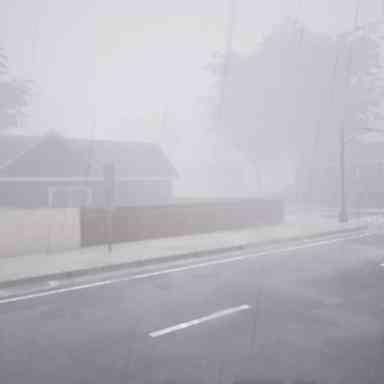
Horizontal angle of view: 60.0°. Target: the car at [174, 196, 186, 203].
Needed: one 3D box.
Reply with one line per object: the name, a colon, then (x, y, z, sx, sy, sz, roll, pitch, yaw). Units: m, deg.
car: (-1.414, 1.288, 42.971, 1.882, 1.535, 5.008, -2, 1, -31)
